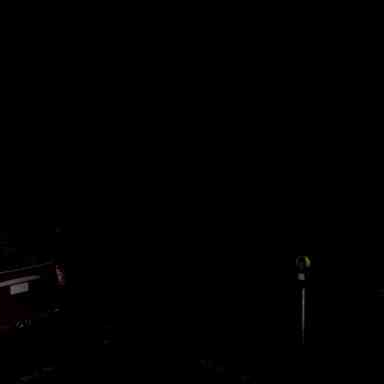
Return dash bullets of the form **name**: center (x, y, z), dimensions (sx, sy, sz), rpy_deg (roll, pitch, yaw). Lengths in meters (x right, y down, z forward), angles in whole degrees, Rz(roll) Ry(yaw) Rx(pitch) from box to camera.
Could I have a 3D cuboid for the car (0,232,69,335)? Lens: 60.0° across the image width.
- **car**: center (-4.109, 1.440, 6.012), dimensions (4.097, 1.590, 1.967), rpy_deg (0, 0, 36)
